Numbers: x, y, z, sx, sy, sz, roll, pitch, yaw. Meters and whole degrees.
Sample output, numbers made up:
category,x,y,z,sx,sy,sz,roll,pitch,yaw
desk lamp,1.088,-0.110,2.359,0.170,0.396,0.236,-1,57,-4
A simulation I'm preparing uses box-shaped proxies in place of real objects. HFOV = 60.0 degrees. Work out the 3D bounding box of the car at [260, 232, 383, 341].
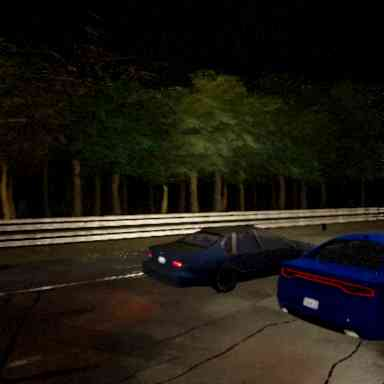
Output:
category,x,y,z,sx,sy,sz,roll,pitch,yaw
car,3.812,1.552,6.461,5.008,1.535,1.882,1,0,-35

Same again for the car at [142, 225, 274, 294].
category,x,y,z,sx,sy,sz,roll,pitch,yaw
car,1.356,1.616,9.011,5.357,1.411,2.033,1,0,-35
